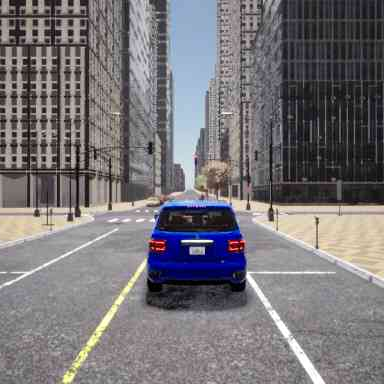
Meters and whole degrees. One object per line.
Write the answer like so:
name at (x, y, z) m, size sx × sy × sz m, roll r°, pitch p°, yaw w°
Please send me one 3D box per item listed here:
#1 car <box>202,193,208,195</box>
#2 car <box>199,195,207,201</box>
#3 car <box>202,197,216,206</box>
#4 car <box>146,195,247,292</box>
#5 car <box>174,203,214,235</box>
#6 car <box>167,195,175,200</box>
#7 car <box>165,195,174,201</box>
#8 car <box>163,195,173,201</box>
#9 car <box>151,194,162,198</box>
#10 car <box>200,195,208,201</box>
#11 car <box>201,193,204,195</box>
car at (2.837, 1.400, 50.241) m, size 1.967 × 1.590 × 4.097 m, roll 0°, pitch 0°, yaw 0°
car at (2.716, 1.422, 84.291) m, size 1.887 × 1.381 × 4.507 m, roll 0°, pitch 0°, yaw 0°
car at (2.807, 1.500, 55.919) m, size 2.008 × 1.369 × 4.403 m, roll 0°, pitch 0°, yaw 0°
car at (0.101, 1.221, 9.071) m, size 2.150 × 2.045 × 5.566 m, roll 0°, pitch 0°, yaw 0°
car at (0.101, 1.486, 19.800) m, size 2.128 × 1.511 × 4.902 m, roll 0°, pitch 0°, yaw 0°
car at (-5.663, 1.411, 89.974) m, size 2.008 × 1.369 × 4.403 m, roll 0°, pitch 0°, yaw 0°
car at (-5.665, 1.428, 84.299) m, size 2.008 × 1.369 × 4.403 m, roll 0°, pitch 0°, yaw 0°
car at (-5.666, 1.438, 78.623) m, size 1.887 × 1.381 × 4.507 m, roll 0°, pitch 0°, yaw 0°
car at (-5.803, 1.485, 50.073) m, size 1.752 × 1.417 × 4.829 m, roll 0°, pitch 0°, yaw 0°
car at (2.715, 1.419, 78.786) m, size 1.752 × 1.417 × 4.829 m, roll 0°, pitch 0°, yaw 0°
car at (2.714, 1.224, 72.941) m, size 2.192 × 1.841 × 5.009 m, roll 0°, pitch 0°, yaw 0°
